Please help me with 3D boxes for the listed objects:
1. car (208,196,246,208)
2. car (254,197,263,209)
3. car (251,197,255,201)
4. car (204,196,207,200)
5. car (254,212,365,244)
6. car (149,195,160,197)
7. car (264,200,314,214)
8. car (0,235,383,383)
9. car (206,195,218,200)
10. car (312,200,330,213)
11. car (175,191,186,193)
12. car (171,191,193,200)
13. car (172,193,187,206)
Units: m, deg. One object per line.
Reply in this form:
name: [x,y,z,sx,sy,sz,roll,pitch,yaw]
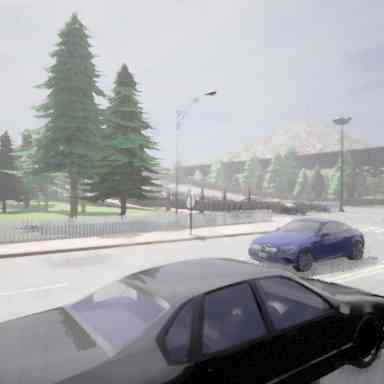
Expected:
car: [4.843,1.687,43.575,2.128,1.511,4.902,1,1,-37]
car: [10.657,1.732,41.710,1.882,1.535,5.008,1,0,-37]
car: [9.453,1.571,49.082,2.097,1.767,4.553,1,1,-37]
car: [3.933,1.318,56.386,2.128,1.511,4.902,1,3,-37]
car: [3.965,1.602,11.088,4.674,1.442,1.812,1,0,-35]
car: [-7.248,0.512,59.647,1.837,1.490,4.892,1,5,-37]
car: [10.350,1.835,36.261,1.895,1.301,4.718,1,0,-36]
car: [0.406,1.568,4.035,5.357,1.411,2.033,1,0,-36]
car: [4.883,1.595,49.314,2.128,1.511,4.902,1,2,-37]
car: [14.933,1.777,41.869,2.128,1.511,4.902,1,0,-37]
car: [-1.096,1.104,57.245,1.994,1.385,4.181,1,4,-37]
car: [-1.954,0.613,64.272,1.895,1.301,4.718,1,6,-36]
car: [-1.174,1.385,51.526,1.994,1.385,4.181,1,3,-37]
